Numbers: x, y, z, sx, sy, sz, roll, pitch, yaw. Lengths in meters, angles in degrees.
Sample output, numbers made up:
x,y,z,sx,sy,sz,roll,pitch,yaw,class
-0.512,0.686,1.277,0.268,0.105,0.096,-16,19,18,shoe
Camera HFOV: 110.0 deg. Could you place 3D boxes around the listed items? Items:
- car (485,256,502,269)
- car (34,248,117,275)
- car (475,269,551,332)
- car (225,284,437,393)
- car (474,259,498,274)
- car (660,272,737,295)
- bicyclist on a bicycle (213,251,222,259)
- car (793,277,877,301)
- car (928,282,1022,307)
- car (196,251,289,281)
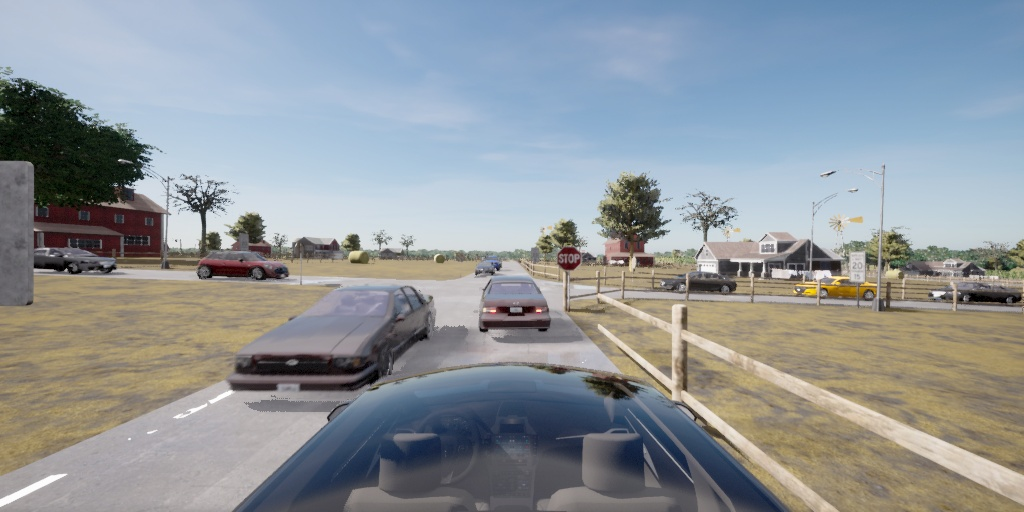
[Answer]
x,y,z,sx,sy,sz,roll,pitch,yaw,class
-2.824,0.990,48.954,2.150,2.045,5.566,0,0,0,car
-26.849,0.276,21.627,4.902,1.511,2.128,2,0,0,car
-0.032,1.299,10.844,2.033,1.411,5.357,0,0,-3,car
-2.848,1.298,7.232,2.033,1.411,5.357,0,0,0,car
-2.843,1.290,38.371,1.812,1.442,4.674,0,0,0,car
12.708,1.805,24.570,4.892,1.490,1.837,2,0,-2,car
-22.612,0.407,27.619,0.582,1.620,1.656,2,0,0,bicyclist on a bicycle
22.199,2.155,24.628,5.008,1.535,1.882,2,0,0,car
31.674,2.555,24.632,4.902,1.511,2.128,2,0,0,car
-16.104,0.534,21.666,4.553,1.767,2.097,2,0,-1,car
